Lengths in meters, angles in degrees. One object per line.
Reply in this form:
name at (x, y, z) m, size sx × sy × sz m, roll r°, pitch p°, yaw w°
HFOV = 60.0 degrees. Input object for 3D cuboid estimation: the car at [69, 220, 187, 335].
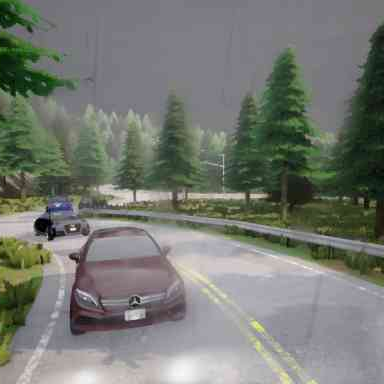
car at (-1.509, 1.522, 7.034) m, size 1.812 × 1.442 × 4.674 m, roll -2°, pitch 0°, yaw -17°

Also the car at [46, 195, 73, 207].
car at (-12.804, 1.325, 32.214) m, size 2.150 × 2.045 × 5.566 m, roll -1°, pitch 0°, yaw -18°

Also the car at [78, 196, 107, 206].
car at (-12.642, 1.287, 42.797) m, size 2.097 × 1.767 × 4.553 m, roll 2°, pitch 2°, yaw 13°

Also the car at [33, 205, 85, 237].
car at (-7.022, 1.664, 17.742) m, size 1.994 × 1.385 × 4.181 m, roll -4°, pitch 2°, yaw -38°
